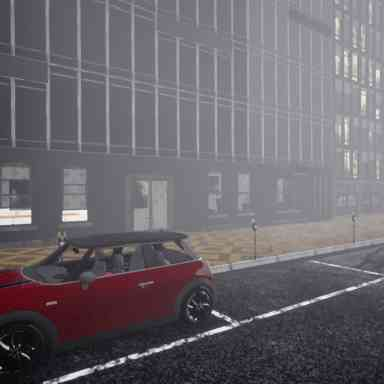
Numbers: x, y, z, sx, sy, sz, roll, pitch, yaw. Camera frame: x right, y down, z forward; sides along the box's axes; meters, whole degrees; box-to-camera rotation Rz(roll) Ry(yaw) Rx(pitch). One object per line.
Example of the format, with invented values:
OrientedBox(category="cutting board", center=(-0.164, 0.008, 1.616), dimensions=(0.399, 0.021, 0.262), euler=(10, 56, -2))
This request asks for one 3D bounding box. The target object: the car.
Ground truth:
OrientedBox(category="car", center=(-1.626, 1.440, 5.405), dimensions=(4.097, 1.590, 1.967), euler=(0, 0, -35))
